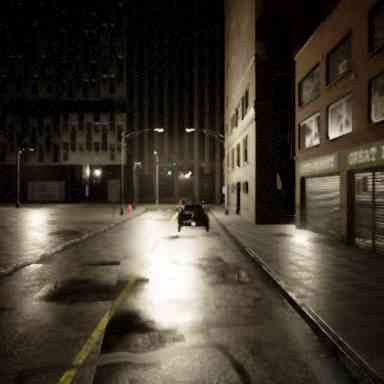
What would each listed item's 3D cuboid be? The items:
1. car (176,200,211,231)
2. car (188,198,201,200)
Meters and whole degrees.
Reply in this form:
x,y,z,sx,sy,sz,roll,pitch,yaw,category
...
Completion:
x,y,z,sx,sy,sz,roll,pitch,yaw,category
0.074,1.481,20.504,1.837,1.490,4.892,0,0,0,car
0.294,1.435,37.009,1.882,1.535,5.008,0,0,3,car
